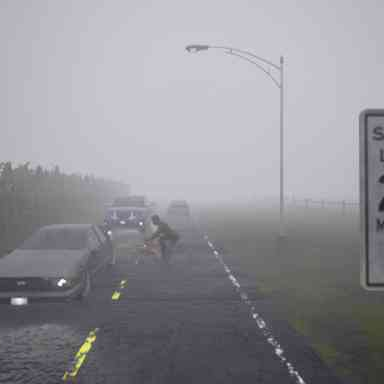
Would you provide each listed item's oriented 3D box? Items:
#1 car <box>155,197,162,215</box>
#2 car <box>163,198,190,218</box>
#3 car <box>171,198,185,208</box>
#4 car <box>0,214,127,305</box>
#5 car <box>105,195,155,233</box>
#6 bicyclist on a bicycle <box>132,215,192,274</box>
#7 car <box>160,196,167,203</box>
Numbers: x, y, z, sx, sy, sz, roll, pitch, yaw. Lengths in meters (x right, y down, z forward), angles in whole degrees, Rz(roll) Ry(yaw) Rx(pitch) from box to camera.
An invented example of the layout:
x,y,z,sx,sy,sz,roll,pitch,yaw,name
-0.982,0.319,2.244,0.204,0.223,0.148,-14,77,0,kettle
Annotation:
x,y,z,sx,sy,sz,roll,pitch,yaw,name
-4.128,1.494,30.232,2.128,1.511,4.902,0,0,-2,car
-1.195,1.495,29.942,2.128,1.511,4.902,0,0,-3,car
-2.022,1.606,48.251,1.895,1.301,4.718,0,0,-3,car
-3.180,1.549,8.548,2.033,1.411,5.357,0,0,-3,car
-3.688,1.224,19.928,2.150,2.045,5.566,0,0,-2,car
-0.818,1.454,9.106,1.656,1.620,0.582,-1,0,-3,bicyclist on a bicycle
-5.702,1.511,65.912,1.837,1.490,4.892,0,0,-2,car
